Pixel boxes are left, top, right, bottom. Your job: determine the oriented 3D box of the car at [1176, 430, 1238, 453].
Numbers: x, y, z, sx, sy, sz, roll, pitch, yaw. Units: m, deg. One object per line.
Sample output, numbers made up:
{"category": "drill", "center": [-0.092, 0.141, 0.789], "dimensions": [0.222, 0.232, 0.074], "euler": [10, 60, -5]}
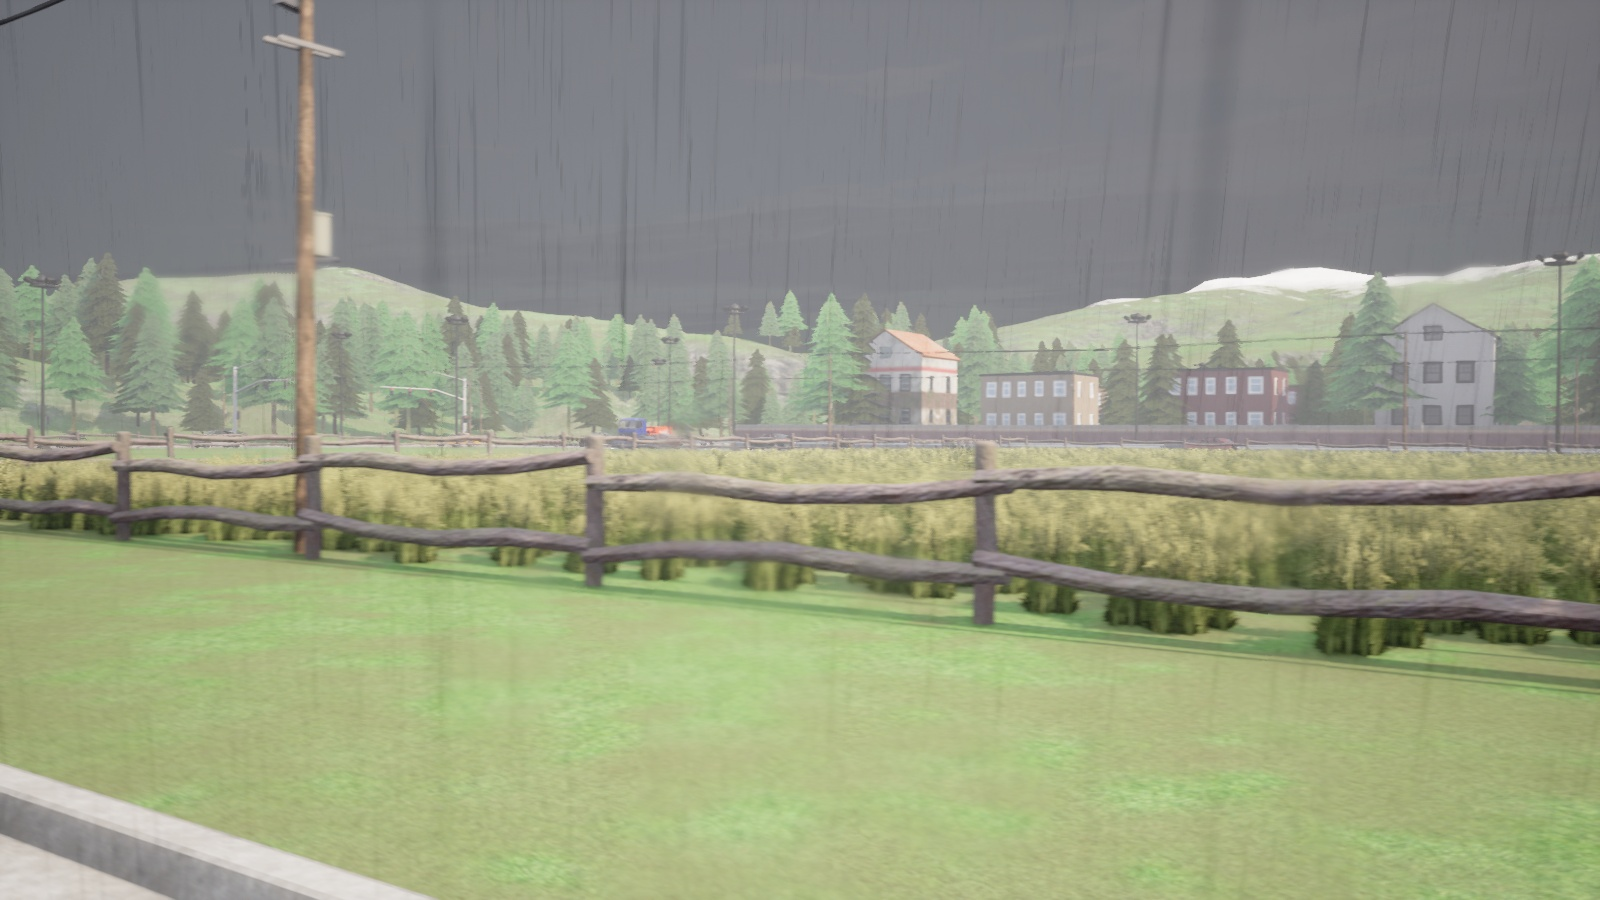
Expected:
{"category": "car", "center": [27.429, -0.582, 84.608], "dimensions": [3.633, 1.501, 1.845], "euler": [0, 1, 34]}
